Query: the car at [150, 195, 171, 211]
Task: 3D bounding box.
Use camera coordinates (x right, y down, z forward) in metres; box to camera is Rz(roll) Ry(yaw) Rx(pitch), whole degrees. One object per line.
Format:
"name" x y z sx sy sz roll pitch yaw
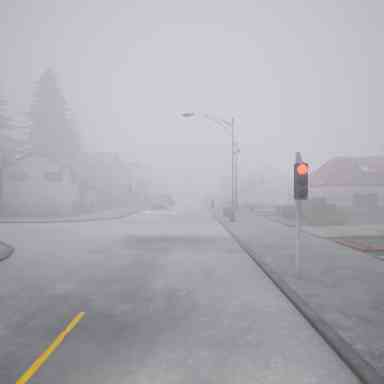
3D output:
"car" -4.054 1.505 41.770 1.837 1.490 4.892 0 0 0

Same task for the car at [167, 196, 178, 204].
"car" -3.949 1.526 67.221 1.812 1.442 4.674 0 0 1

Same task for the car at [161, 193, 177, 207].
"car" -4.039 1.219 52.261 2.150 2.045 5.566 0 0 0
